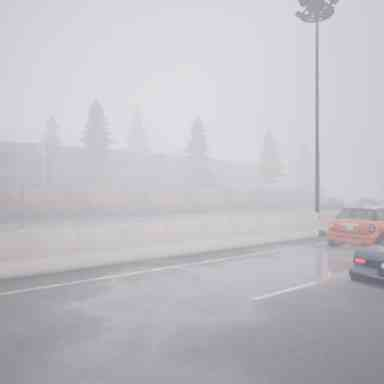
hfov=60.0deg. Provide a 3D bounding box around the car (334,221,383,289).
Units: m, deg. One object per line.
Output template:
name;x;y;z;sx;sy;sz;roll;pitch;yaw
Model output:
car;5.962;1.529;8.045;5.357;1.411;2.033;0;0;-35

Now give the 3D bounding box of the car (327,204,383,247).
car;7.516;1.325;13.431;4.553;1.767;2.097;0;0;-35
